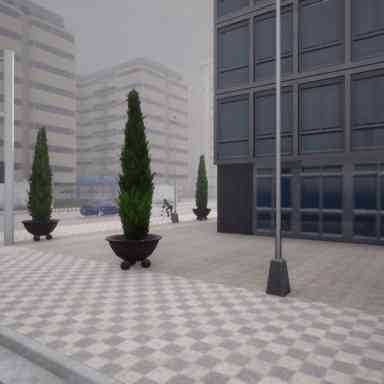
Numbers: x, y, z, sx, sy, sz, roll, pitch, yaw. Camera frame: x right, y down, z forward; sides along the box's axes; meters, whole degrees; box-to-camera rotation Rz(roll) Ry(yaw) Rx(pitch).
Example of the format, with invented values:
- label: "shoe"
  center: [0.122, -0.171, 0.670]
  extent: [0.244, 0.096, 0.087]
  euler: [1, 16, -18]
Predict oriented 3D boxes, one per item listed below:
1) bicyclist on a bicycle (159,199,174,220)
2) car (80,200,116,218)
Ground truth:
- label: "bicyclist on a bicycle"
  center: [-1.975, 1.356, 25.864]
  extent: [1.656, 1.620, 0.582]
  euler: [0, 0, 35]
- label: "car"
  center: [-8.141, 1.533, 31.506]
  extent: [1.882, 1.535, 5.008]
  euler: [0, 0, 35]
